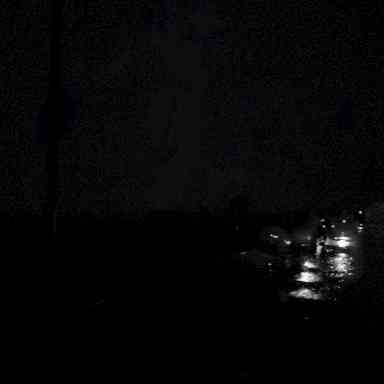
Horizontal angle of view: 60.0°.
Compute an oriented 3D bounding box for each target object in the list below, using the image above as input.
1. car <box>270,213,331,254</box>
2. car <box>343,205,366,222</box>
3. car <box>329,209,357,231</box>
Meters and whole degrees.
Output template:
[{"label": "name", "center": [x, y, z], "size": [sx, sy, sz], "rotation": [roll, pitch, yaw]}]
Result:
[{"label": "car", "center": [5.102, 1.865, 15.658], "size": [1.837, 1.490, 4.892], "rotation": [1, -1, 29]}, {"label": "car", "center": [17.520, 2.199, 35.978], "size": [2.097, 1.767, 4.553], "rotation": [1, 0, 31]}, {"label": "car", "center": [11.471, 2.228, 26.155], "size": [1.895, 1.301, 4.718], "rotation": [1, -1, 32]}]
